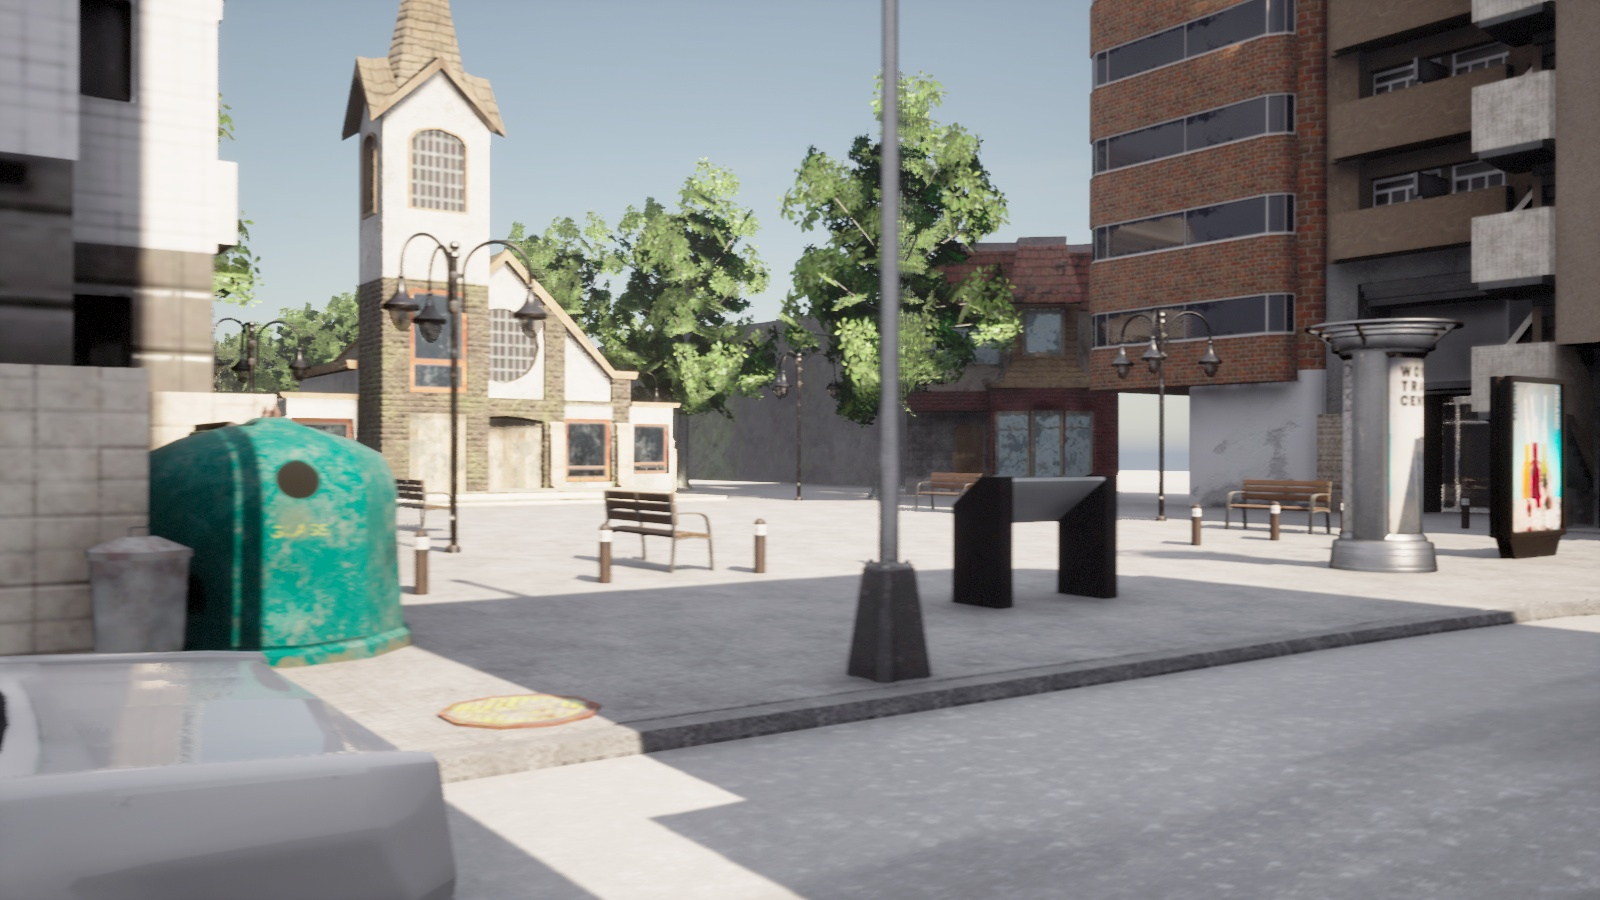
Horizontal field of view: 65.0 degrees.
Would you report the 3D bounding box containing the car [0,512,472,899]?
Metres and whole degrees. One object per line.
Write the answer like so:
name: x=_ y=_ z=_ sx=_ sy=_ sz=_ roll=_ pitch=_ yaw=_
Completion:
car: x=-3.167 y=0.857 z=2.069 sx=4.718 sy=1.301 sz=1.895 roll=0 pitch=0 yaw=-35
